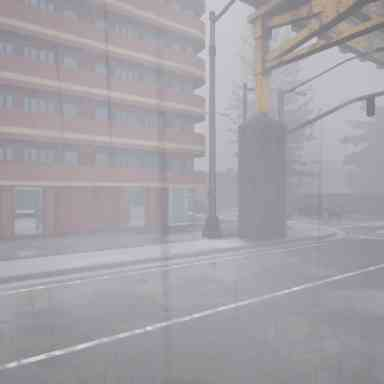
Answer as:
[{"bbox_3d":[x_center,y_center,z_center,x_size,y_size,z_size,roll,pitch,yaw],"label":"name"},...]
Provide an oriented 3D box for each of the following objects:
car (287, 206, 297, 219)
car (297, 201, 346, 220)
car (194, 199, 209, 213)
[{"bbox_3d":[6.284,1.526,28.488,1.812,1.442,4.674,0,0,-36],"label":"car"},{"bbox_3d":[10.683,1.491,28.556,2.128,1.511,4.902,0,0,-35],"label":"car"},{"bbox_3d":[0.323,1.478,36.860,1.882,1.535,5.008,0,0,-36],"label":"car"}]
